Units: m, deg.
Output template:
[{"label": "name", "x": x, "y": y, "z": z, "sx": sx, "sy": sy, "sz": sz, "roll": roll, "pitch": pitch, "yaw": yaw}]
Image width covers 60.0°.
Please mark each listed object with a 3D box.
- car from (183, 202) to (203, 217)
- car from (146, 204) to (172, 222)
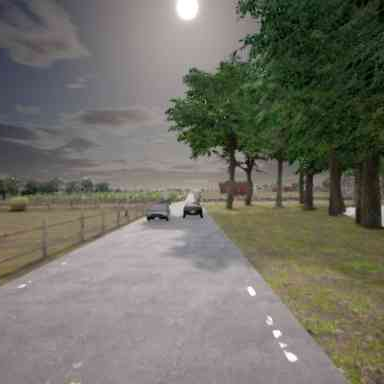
[{"label": "car", "x": 0.091, "y": 1.710, "z": 33.676, "sx": 1.882, "sy": 1.535, "sz": 5.008, "roll": 0, "pitch": -1, "yaw": 0}, {"label": "car", "x": -2.757, "y": 1.738, "z": 28.838, "sx": 2.033, "sy": 1.411, "sz": 5.357, "roll": 0, "pitch": 0, "yaw": 0}]
